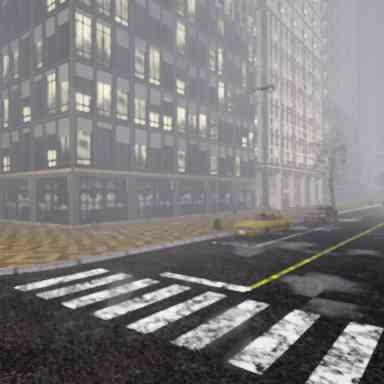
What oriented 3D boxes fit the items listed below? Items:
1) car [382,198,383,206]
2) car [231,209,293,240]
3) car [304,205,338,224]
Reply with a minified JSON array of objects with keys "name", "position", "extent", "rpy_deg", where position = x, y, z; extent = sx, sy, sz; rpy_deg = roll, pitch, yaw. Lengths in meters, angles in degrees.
[{"name":"car","position":[33.693,1.432,56.413],"extent":[2.192,1.841,5.009],"rpy_deg":[-1,0,38]},{"name":"car","position":[3.851,1.607,17.810],"extent":[1.752,1.417,4.829],"rpy_deg":[-1,0,38]},{"name":"car","position":[9.955,1.667,25.536],"extent":[1.802,1.307,4.206],"rpy_deg":[-1,0,38]}]
